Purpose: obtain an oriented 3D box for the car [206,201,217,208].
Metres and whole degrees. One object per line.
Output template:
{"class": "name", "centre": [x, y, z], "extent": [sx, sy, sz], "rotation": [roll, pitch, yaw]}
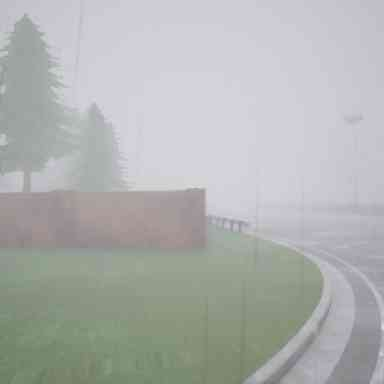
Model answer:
{"class": "car", "centre": [4.309, 2.852, 76.130], "extent": [2.128, 1.511, 4.902], "rotation": [0, -1, -13]}
